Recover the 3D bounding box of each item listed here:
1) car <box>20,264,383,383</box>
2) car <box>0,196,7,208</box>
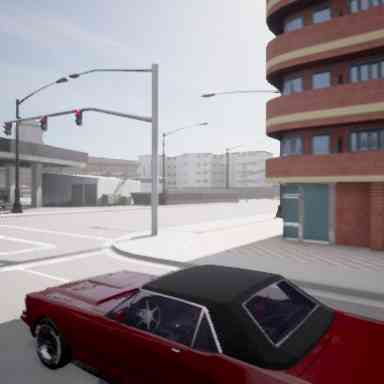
[{"bbox_3d":[-0.045,1.589,4.002,4.718,1.301,1.895,0,0,36],"label":"car"},{"bbox_3d":[-23.994,1.226,39.896,3.806,1.475,1.970,0,0,36],"label":"car"}]
